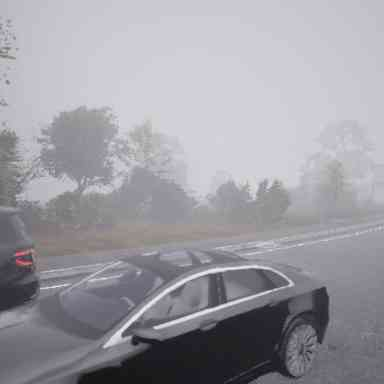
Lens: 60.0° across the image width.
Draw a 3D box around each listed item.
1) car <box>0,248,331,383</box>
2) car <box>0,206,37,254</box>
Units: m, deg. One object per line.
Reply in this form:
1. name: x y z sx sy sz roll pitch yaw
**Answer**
1. car: -0.331 1.504 3.902 4.902 1.511 2.128 0 0 -37
2. car: -5.171 1.239 4.670 5.566 2.045 2.150 0 0 -35
